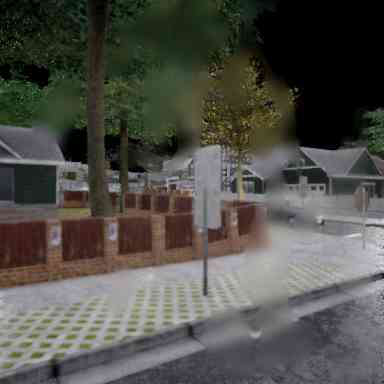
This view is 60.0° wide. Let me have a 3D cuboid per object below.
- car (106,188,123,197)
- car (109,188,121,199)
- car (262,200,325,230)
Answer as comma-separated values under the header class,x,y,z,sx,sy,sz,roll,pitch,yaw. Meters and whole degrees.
class,x,y,z,sx,sy,sz,roll,pitch,yaw
car,-14.954,0.027,64.338,2.128,1.511,4.902,0,2,-1
car,-12.661,0.392,53.303,1.837,1.490,4.892,0,1,-26
car,5.326,1.230,19.371,2.128,1.511,4.902,0,1,-33
